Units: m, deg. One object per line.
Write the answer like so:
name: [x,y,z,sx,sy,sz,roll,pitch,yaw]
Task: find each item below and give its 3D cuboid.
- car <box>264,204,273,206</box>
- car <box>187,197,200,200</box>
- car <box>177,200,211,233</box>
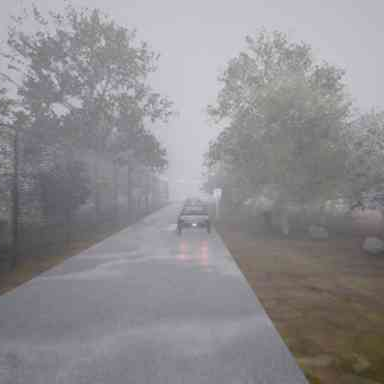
car: [19.947,4.399,84.282,2.435,2.045,5.566,0,1,-18]
car: [0.150,1.343,38.278,2.097,1.767,4.553,0,0,0]
car: [0.121,1.487,19.754,2.128,1.511,4.902,0,0,0]
